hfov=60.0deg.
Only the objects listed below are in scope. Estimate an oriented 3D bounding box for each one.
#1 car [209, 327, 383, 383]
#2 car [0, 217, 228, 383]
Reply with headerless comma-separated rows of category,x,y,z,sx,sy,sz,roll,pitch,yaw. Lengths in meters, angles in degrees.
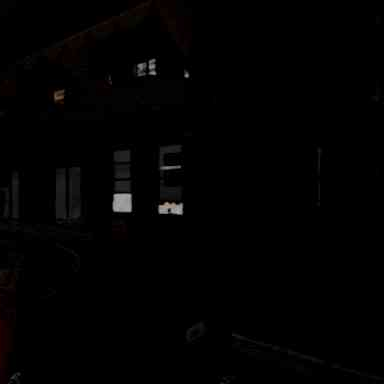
car,2.561,1.553,1.056,4.829,1.417,1.752,1,0,36
car,-1.910,1.246,4.281,5.009,1.841,2.192,1,0,36
